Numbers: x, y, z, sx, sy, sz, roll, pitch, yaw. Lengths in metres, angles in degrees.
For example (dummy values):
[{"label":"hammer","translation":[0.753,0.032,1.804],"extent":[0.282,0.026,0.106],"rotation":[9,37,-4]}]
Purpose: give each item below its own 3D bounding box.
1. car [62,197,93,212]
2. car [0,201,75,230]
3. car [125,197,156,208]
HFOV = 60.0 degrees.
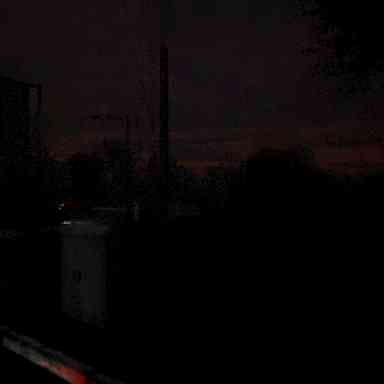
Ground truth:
[{"label":"car","translation":[-13.135,1.301,36.359],"extent":[2.097,1.767,4.553],"rotation":[0,0,32]},{"label":"car","translation":[-10.639,1.516,21.190],"extent":[2.033,1.411,5.357],"rotation":[0,0,39]},{"label":"car","translation":[-7.080,1.422,45.886],"extent":[1.882,1.535,5.008],"rotation":[0,0,33]}]
